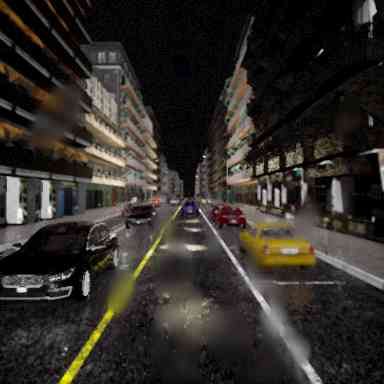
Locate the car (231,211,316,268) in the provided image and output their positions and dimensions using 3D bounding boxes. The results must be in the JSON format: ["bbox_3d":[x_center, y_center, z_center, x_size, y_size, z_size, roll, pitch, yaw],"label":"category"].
[{"bbox_3d":[2.609,1.565,11.254,1.752,1.417,4.829,0,0,-1],"label":"car"}]

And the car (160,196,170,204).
[{"bbox_3d":[-6.383,1.799,78.970,2.192,1.841,5.009,0,0,-1],"label":"car"}]

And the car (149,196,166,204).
[{"bbox_3d":[-6.179,1.651,56.324,2.192,1.841,5.009,0,0,-1],"label":"car"}]

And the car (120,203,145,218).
[{"bbox_3d":[-5.974,1.783,33.674,1.802,1.307,4.206,0,0,-1],"label":"car"}]

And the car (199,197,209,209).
[{"bbox_3d":[2.254,1.817,50.715,2.008,1.369,4.403,0,0,-1],"label":"car"}]

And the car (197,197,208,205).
[{"bbox_3d":[2.100,1.809,67.700,1.967,1.590,4.097,0,0,-1],"label":"car"}]

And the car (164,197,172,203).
[{"bbox_3d":[-6.484,2.118,90.291,1.887,1.381,4.507,0,0,-1],"label":"car"}]

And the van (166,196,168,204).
[{"bbox_3d":[-6.331,1.782,73.310,1.690,1.788,3.998,0,0,-1],"label":"van"}]

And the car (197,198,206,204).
[{"bbox_3d":[2.050,1.988,73.363,1.802,1.307,4.206,0,0,-1],"label":"car"}]

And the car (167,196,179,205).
[{"bbox_3d":[-3.602,1.987,69.146,1.895,1.301,4.718,0,0,-1],"label":"car"}]

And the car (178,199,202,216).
[{"bbox_3d":[-0.196,1.709,34.705,1.812,1.442,4.674,0,0,-1],"label":"car"}]

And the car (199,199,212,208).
[{"bbox_3d":[2.203,1.851,56.378,2.008,1.369,4.403,0,0,-1],"label":"car"}]

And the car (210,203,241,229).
[{"bbox_3d":[2.508,1.644,22.406,1.887,1.381,4.507,0,0,-1],"label":"car"}]

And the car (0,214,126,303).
[{"bbox_3d":[-3.157,1.556,8.556,1.837,1.490,4.892,0,0,0],"label":"car"}]

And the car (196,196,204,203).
[{"bbox_3d":[1.947,1.932,84.682,1.967,1.590,4.097,0,0,-1],"label":"car"}]

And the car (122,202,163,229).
[{"bbox_3d":[-3.269,1.631,22.646,1.837,1.490,4.892,0,-1,0],"label":"car"}]

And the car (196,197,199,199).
[{"bbox_3d":[-0.311,1.786,47.815,1.812,1.442,4.674,0,0,-1],"label":"car"}]

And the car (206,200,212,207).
[{"bbox_3d":[2.457,1.677,28.067,1.887,1.381,4.507,0,0,-1],"label":"car"}]

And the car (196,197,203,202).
[{"bbox_3d":[1.895,2.064,90.514,1.752,1.417,4.829,0,0,-1],"label":"car"}]

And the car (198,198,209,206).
[{"bbox_3d":[2.152,1.878,62.040,1.887,1.381,4.507,0,0,-1],"label":"car"}]
